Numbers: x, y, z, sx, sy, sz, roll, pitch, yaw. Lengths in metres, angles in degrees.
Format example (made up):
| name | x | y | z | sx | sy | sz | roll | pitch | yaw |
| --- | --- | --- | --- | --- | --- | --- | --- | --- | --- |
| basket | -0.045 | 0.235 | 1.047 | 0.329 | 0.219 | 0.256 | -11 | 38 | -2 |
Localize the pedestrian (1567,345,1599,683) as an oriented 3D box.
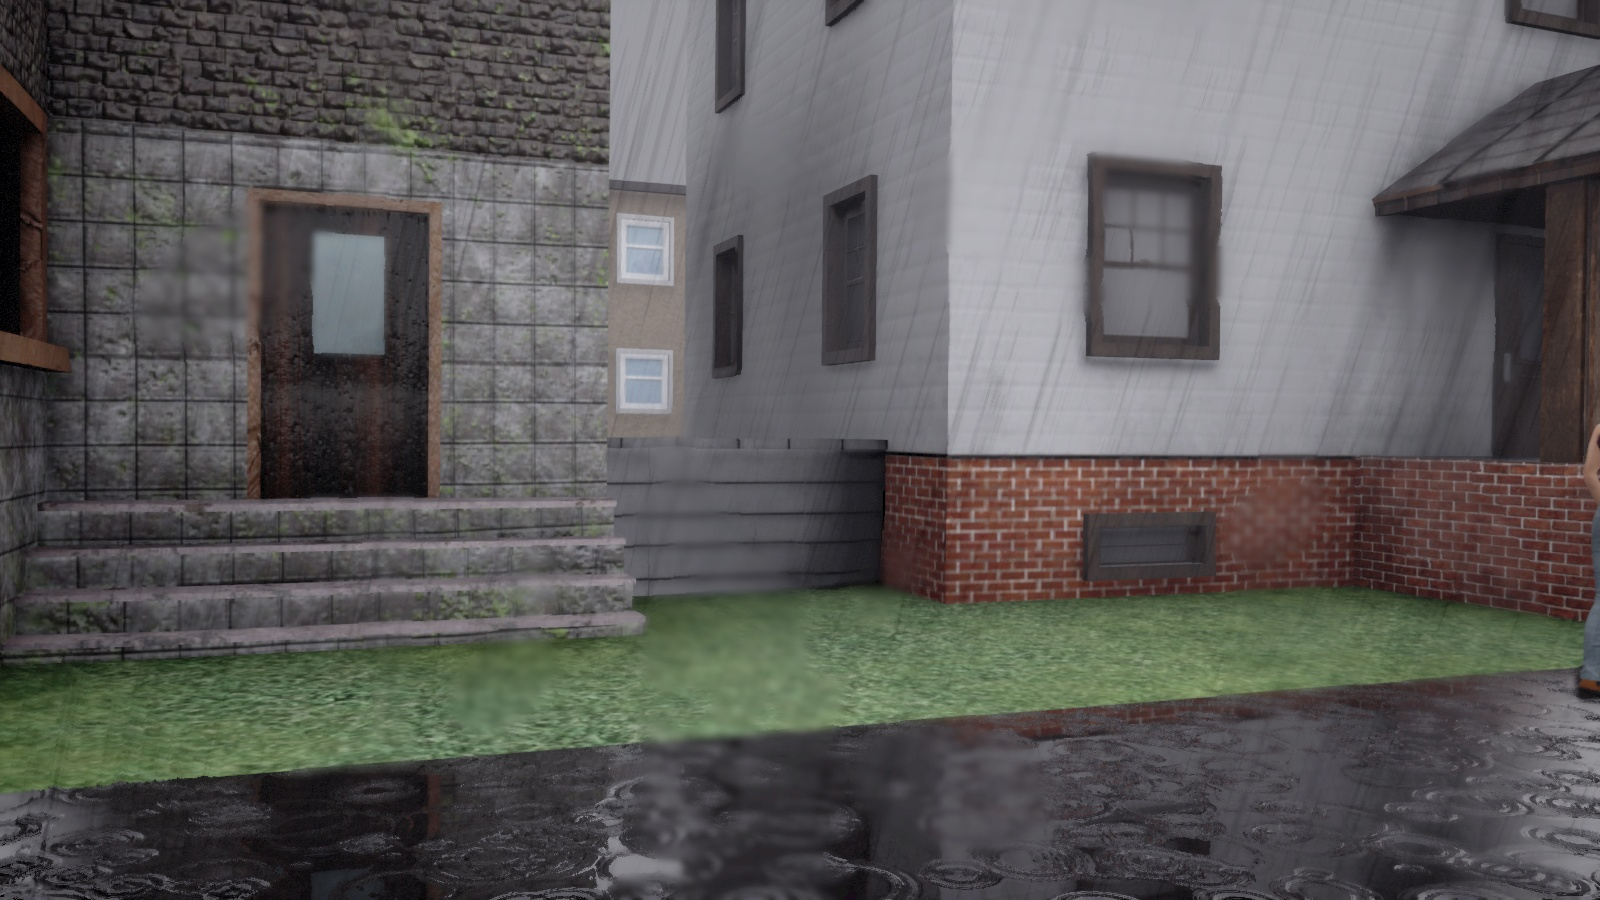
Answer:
| name | x | y | z | sx | sy | sz | roll | pitch | yaw |
| --- | --- | --- | --- | --- | --- | --- | --- | --- | --- |
| pedestrian | 4.615 | 0.345 | 6.949 | 0.594 | 1.836 | 0.345 | -1 | 1 | -22 |
